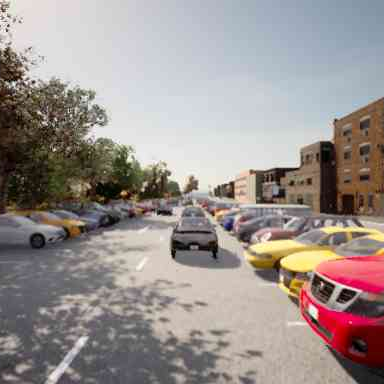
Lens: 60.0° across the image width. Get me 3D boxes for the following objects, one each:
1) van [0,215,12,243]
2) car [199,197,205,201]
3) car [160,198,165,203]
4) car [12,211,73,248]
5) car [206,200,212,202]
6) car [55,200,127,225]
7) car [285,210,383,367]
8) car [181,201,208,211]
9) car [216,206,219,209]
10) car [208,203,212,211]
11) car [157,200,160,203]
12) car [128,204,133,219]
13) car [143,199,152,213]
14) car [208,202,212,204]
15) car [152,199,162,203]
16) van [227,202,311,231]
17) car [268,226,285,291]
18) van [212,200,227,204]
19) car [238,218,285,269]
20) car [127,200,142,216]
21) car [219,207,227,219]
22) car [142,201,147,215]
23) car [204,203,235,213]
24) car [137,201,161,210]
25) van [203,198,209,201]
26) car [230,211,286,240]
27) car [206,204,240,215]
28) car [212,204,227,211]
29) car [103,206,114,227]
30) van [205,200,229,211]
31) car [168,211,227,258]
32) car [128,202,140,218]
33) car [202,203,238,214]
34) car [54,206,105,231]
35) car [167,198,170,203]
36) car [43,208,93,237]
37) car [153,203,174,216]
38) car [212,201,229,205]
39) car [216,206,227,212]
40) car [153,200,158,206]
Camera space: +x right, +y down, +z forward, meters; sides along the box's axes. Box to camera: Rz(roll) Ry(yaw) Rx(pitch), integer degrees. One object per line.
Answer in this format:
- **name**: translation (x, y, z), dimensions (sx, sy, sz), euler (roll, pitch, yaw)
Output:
- **van**: translation (-8.419, 1.449, 10.350), dimensions (4.442, 1.987, 1.878), euler (0, -1, 0)
- **car**: translation (4.575, 2.466, 60.475), dimensions (5.566, 2.045, 2.435), euler (0, -1, 0)
- **car**: translation (-8.561, 2.427, 63.130), dimensions (5.566, 2.045, 2.435), euler (0, -1, 0)
- **car**: translation (-8.539, 1.827, 15.913), dimensions (4.674, 1.452, 2.002), euler (0, -1, 0)
- **car**: translation (4.577, 2.340, 46.558), dimensions (4.553, 1.767, 2.185), euler (0, -1, 0)
- **car**: translation (-8.506, 1.758, 27.057), dimensions (5.566, 2.045, 2.435), euler (0, -1, 0)
- **car**: translation (4.516, 1.395, 4.819), dimensions (5.566, 2.045, 2.435), euler (0, -1, 0)
- **car**: translation (0.089, 1.985, 29.531), dimensions (2.097, 1.767, 4.553), euler (0, -1, 0)
- **car**: translation (4.541, 2.135, 27.076), dimensions (4.674, 1.452, 2.002), euler (0, -1, 0)
- **car**: translation (4.573, 2.339, 38.207), dimensions (4.792, 1.488, 2.163), euler (0, -1, 0)
- **car**: translation (-8.540, 2.582, 57.682), dimensions (5.008, 1.535, 2.097), euler (0, -1, 0)
- **car**: translation (-8.539, 2.157, 32.620), dimensions (4.674, 1.452, 2.002), euler (0, -1, 0)
- **car**: translation (-8.506, 2.077, 43.764), dimensions (5.566, 2.045, 2.435), euler (0, -1, 0)
- **car**: translation (4.542, 2.453, 43.773), dimensions (4.674, 1.452, 2.002), euler (0, -1, 0)
- **car**: translation (-8.720, 2.625, 60.341), dimensions (5.366, 1.575, 1.946), euler (0, -1, 0)
- **van**: translation (4.428, 1.702, 18.732), dimensions (4.442, 1.987, 1.878), euler (0, -1, 0)
- **car**: translation (4.548, 1.703, 7.597), dimensions (5.008, 1.535, 2.097), euler (0, -1, 0)
- **van**: translation (4.663, 2.030, 35.366), dimensions (4.442, 1.987, 1.878), euler (0, -1, 0)
- **car**: translation (4.358, 1.755, 10.379), dimensions (5.366, 1.575, 1.946), euler (0, -1, 0)
- **car**: translation (-8.503, 2.098, 38.191), dimensions (4.553, 1.767, 2.185), euler (0, -1, 0)
- **car**: translation (4.538, 1.984, 21.510), dimensions (5.008, 1.535, 2.097), euler (0, -1, 0)
- **car**: translation (-8.540, 2.275, 40.973), dimensions (5.008, 1.535, 2.097), euler (0, -1, 0)
- **car**: translation (4.551, 2.618, 54.905), dimensions (4.892, 1.521, 2.231), euler (0, -1, 0)
- **car**: translation (-8.502, 2.605, 66.036), dimensions (4.553, 1.767, 2.185), euler (0, -1, 0)
- **van**: translation (4.663, 2.442, 57.692), dimensions (4.442, 1.987, 1.878), euler (0, -1, 0)
- **car**: translation (4.537, 1.874, 15.944), dimensions (4.892, 1.521, 2.231), euler (0, -1, 0)
- **car**: translation (4.538, 2.517, 49.340), dimensions (4.892, 1.521, 2.231), euler (0, -1, 0)
- **car**: translation (4.729, 2.147, 29.859), dimensions (5.366, 1.575, 1.946), euler (0, -1, 0)
- **car**: translation (-8.565, 1.983, 24.264), dimensions (4.792, 1.488, 2.163), euler (0, -1, 0)
- **van**: translation (4.663, 2.539, 63.133), dimensions (4.442, 1.987, 1.878), euler (0, -1, 0)
- **car**: translation (0.089, 1.823, 14.379), dimensions (2.128, 1.511, 4.902), euler (0, -1, 0)
- **car**: translation (-8.530, 2.170, 35.404), dimensions (5.008, 1.535, 2.097), euler (0, -1, 0)
- **car**: translation (4.359, 2.562, 52.122), dimensions (5.366, 1.575, 1.946), euler (0, -1, 0)
- **car**: translation (-8.543, 1.899, 21.483), dimensions (4.892, 1.521, 2.231), euler (0, -1, 0)
- **car**: translation (-8.561, 2.678, 77.177), dimensions (5.566, 2.045, 2.435), euler (0, -1, 0)
- **car**: translation (-8.542, 1.842, 18.698), dimensions (5.008, 1.535, 2.097), euler (0, -1, 0)
- **car**: translation (-3.588, 2.489, 44.174), dimensions (1.895, 1.301, 4.718), euler (0, -1, 0)
- **car**: translation (4.576, 2.077, 32.644), dimensions (4.553, 1.767, 2.185), euler (0, -1, 0)
- **car**: translation (4.549, 2.039, 24.293), dimensions (5.008, 1.535, 2.097), euler (0, -1, 0)
- **car**: translation (-8.505, 2.561, 54.895), dimensions (4.792, 1.488, 2.163), euler (0, -1, 0)
